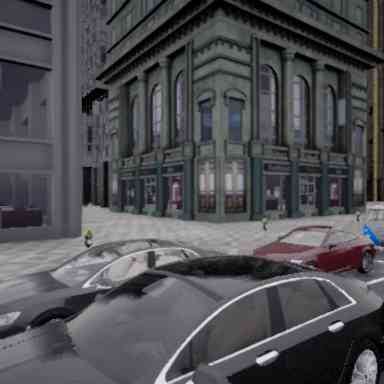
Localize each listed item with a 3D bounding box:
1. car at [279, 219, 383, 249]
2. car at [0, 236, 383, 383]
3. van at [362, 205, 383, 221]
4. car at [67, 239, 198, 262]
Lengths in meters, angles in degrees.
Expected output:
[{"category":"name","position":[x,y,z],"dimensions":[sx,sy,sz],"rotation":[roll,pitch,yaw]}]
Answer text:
[{"category":"car","position":[3.388,1.591,9.083],"dimensions":[4.206,1.307,1.802],"rotation":[0,0,-36]},{"category":"car","position":[0.128,1.509,3.348],"dimensions":[4.892,1.490,1.837],"rotation":[0,0,-36]},{"category":"van","position":[7.971,1.355,12.365],"dimensions":[3.998,1.788,1.690],"rotation":[0,0,-36]},{"category":"car","position":[-1.195,1.555,5.801],"dimensions":[4.403,1.369,2.008],"rotation":[0,0,-36]}]
